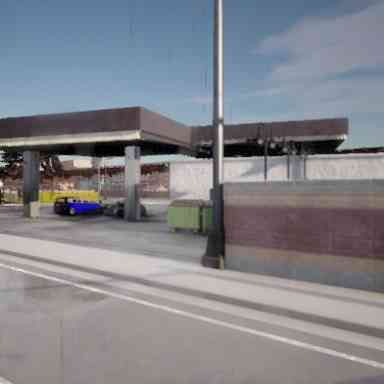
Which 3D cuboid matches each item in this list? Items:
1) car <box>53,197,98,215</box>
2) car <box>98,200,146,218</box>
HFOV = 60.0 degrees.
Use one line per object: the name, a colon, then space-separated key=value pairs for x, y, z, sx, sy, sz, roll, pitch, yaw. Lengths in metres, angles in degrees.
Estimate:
car: x=-11.019 y=1.276 z=32.336 sx=2.242 sy=1.667 sz=4.611 roll=0 pitch=0 yaw=37
car: x=-5.945 y=1.441 z=29.537 sx=1.970 sy=1.475 sz=3.806 roll=0 pitch=0 yaw=37
